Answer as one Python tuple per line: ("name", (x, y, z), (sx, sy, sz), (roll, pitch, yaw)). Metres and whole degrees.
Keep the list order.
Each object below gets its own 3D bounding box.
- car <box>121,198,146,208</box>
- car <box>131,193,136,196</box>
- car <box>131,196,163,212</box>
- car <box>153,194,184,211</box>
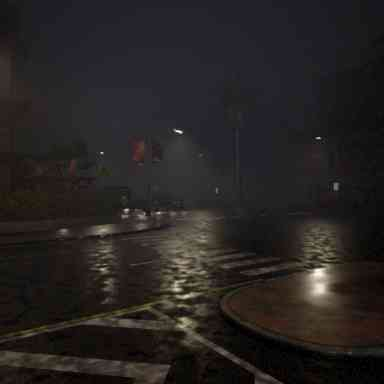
("car", (-8.789, 1.601, 49.848), (1.895, 1.301, 4.718), (0, 0, -34))
("car", (-13.408, 1.220, 68.461), (2.150, 2.045, 5.566), (0, 0, -39))
("car", (-5.643, 1.526, 39.199), (1.812, 1.442, 4.674), (0, 0, -35))
("car", (-3.198, 1.221, 41.839), (2.150, 2.045, 5.566), (0, 0, -35))
